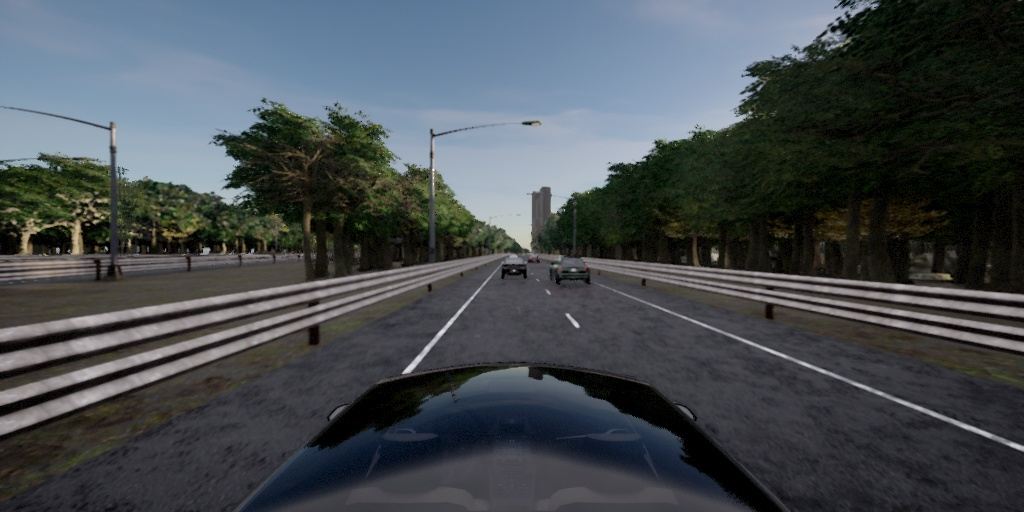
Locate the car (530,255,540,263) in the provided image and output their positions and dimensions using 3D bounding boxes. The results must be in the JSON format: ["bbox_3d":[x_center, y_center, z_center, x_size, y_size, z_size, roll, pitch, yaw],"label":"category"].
[{"bbox_3d":[3.747,0.500,62.496,1.812,1.442,4.674,0,0,0],"label":"car"}]

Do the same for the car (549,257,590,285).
[{"bbox_3d":[3.647,0.817,23.306,2.097,1.767,4.553,0,1,0],"label":"car"}]

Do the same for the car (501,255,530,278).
[{"bbox_3d":[0.162,0.869,28.435,1.882,1.535,5.008,0,1,0],"label":"car"}]
